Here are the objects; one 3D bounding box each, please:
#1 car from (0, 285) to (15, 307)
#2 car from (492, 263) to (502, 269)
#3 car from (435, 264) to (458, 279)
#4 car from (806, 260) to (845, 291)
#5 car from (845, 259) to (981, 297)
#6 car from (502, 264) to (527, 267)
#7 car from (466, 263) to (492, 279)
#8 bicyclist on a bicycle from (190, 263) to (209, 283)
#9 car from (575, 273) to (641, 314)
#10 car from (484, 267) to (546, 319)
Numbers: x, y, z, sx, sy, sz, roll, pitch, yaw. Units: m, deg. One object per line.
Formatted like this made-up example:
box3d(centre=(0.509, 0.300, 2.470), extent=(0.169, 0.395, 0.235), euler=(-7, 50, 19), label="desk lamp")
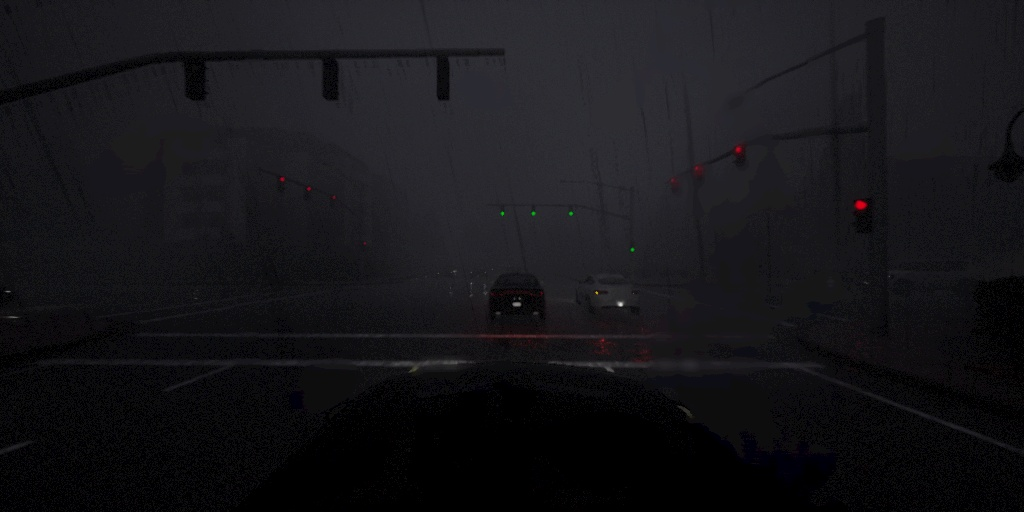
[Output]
box3d(centre=(-23.065, 1.394, 14.321), extent=(4.892, 1.490, 1.837), euler=(0, -1, 1), label="car")
box3d(centre=(-2.799, 1.823, 52.607), extent=(1.837, 1.490, 4.892), euler=(0, -1, 10), label="car")
box3d(centre=(-6.958, 1.663, 38.423), extent=(1.837, 1.490, 4.892), euler=(0, -1, -1), label="car")
box3d(centre=(22.973, 1.219, 23.854), extent=(5.566, 2.045, 2.150), euler=(0, -1, 1), label="car")
box3d(centre=(22.888, 1.180, 20.355), extent=(5.566, 2.045, 2.150), euler=(0, -1, 1), label="car")
box3d(centre=(0.180, 1.742, 36.786), extent=(1.895, 1.301, 4.718), euler=(0, -1, -1), label="car")
box3d(centre=(-3.504, 1.768, 39.149), extent=(1.895, 1.301, 4.718), euler=(0, -1, -1), label="car")
box3d(centre=(-25.122, 1.352, 28.860), extent=(0.582, 1.620, 1.656), euler=(0, 0, 1), label="bicyclist on a bicycle")
box3d(centre=(3.726, 1.418, 14.439), extent=(1.812, 1.442, 4.674), euler=(0, -1, 1), label="car")
box3d(centre=(0.199, 1.359, 13.500), extent=(1.882, 1.535, 5.008), euler=(0, 0, 1), label="car")
